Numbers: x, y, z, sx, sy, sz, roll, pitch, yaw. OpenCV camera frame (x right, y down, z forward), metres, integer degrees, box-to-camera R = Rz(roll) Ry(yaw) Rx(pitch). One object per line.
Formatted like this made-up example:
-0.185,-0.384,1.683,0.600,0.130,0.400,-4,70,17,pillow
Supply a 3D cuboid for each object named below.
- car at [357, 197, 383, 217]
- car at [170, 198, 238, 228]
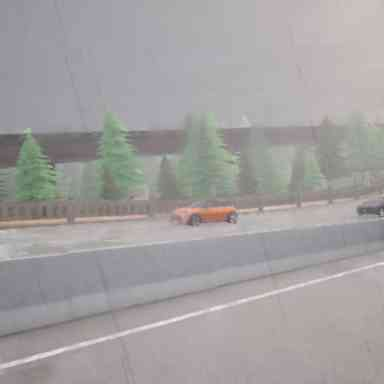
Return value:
15.944,1.189,28.218,5.008,1.535,1.882,-2,1,-35,car
0.779,1.266,21.718,4.553,1.767,2.097,-1,0,-35,car
